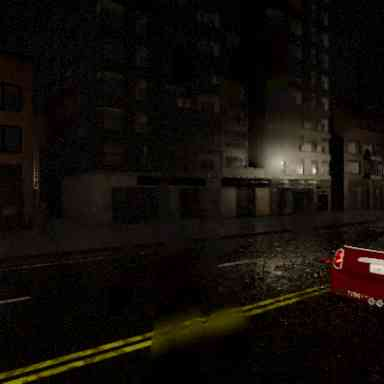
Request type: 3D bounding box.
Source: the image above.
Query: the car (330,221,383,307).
[{"bbox_3d":[4.964,1.357,6.977,4.553,1.767,2.097,0,0,-35],"label":"car"}]
